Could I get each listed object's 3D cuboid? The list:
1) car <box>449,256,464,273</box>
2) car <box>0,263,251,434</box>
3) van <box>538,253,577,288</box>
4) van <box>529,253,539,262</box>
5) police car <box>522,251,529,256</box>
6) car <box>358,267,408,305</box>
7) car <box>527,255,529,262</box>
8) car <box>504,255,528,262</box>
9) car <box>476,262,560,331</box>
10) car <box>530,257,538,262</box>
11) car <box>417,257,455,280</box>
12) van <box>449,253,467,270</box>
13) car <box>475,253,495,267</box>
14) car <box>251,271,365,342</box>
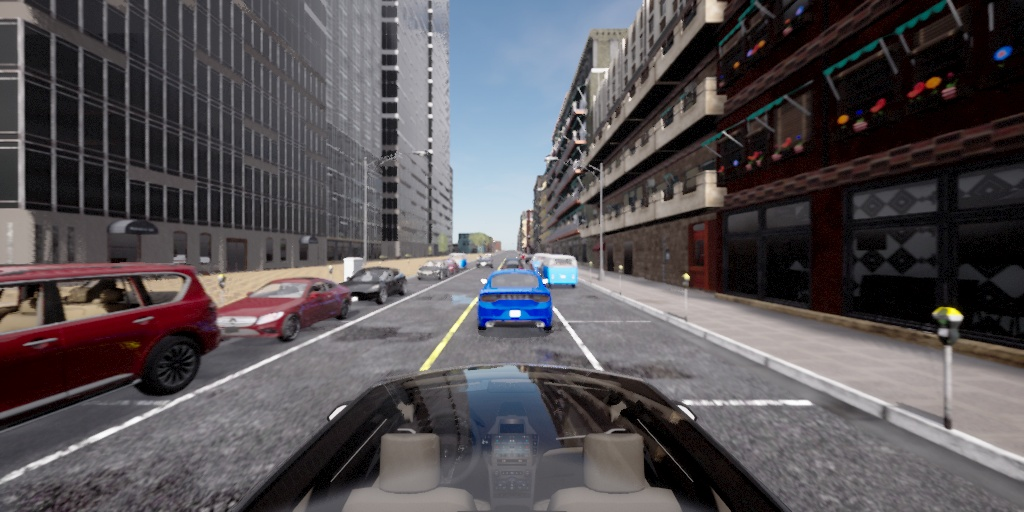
[{"bbox_3d":[-5.713,0.917,31.974,1.802,1.307,4.207,0,0,0],"label":"car"},{"bbox_3d":[-5.691,1.038,3.745,2.192,1.841,5.009,0,0,0],"label":"car"},{"bbox_3d":[2.676,0.831,20.713,1.690,1.789,3.998,0,0,0],"label":"van"},{"bbox_3d":[2.668,0.675,32.005,1.690,1.789,3.998,0,0,0],"label":"van"},{"bbox_3d":[2.959,0.419,55.603,1.930,1.638,5.238,0,1,0],"label":"police car"},{"bbox_3d":[-5.700,1.135,15.037,1.948,1.339,4.313,0,0,0],"label":"car"},{"bbox_3d":[2.664,0.836,37.651,1.802,1.307,4.207,0,0,0],"label":"car"},{"bbox_3d":[0.068,0.908,28.516,1.812,1.442,4.674,0,1,0],"label":"car"},{"bbox_3d":[0.074,1.107,10.579,1.882,1.535,5.008,0,1,0],"label":"car"},{"bbox_3d":[2.672,0.963,26.360,2.007,1.370,4.403,0,0,0],"label":"car"},{"bbox_3d":[-5.709,0.964,26.328,2.007,1.370,4.403,0,0,0],"label":"car"},{"bbox_3d":[-5.717,0.596,37.620,1.690,1.789,3.998,0,0,0],"label":"van"},{"bbox_3d":[-3.121,0.686,41.832,2.128,1.511,4.902,0,1,0],"label":"car"},{"bbox_3d":[-5.696,1.228,9.390,1.802,1.307,4.207,0,0,0],"label":"car"}]
